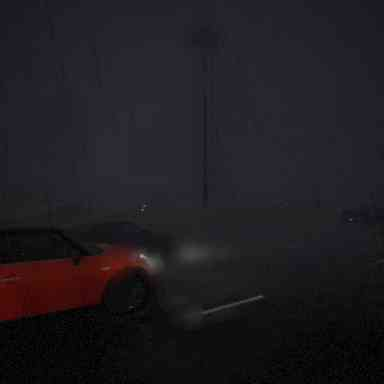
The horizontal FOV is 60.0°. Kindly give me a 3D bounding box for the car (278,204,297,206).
[{"bbox_3d":[12.440,1.612,42.724,1.895,1.301,4.718,0,0,44],"label":"car"}]

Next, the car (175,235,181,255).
[{"bbox_3d":[-2.417,1.591,10.782,4.181,1.385,1.994,0,0,-37],"label":"car"}]

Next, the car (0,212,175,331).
[{"bbox_3d":[-2.847,1.375,6.113,4.553,1.767,2.097,0,0,-36],"label":"car"}]

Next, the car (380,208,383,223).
[{"bbox_3d":[12.543,1.453,18.427,5.008,1.535,1.882,0,0,-41],"label":"car"}]

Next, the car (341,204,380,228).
[{"bbox_3d":[11.668,1.511,22.329,4.674,1.442,1.812,0,0,-42],"label":"car"}]

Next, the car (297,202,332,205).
[{"bbox_3d":[15.426,1.543,40.714,5.357,1.411,2.033,0,0,-45],"label":"car"}]

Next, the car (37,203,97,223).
[{"bbox_3d":[-10.156,1.648,27.089,4.181,1.385,1.994,0,0,-38],"label":"car"}]
